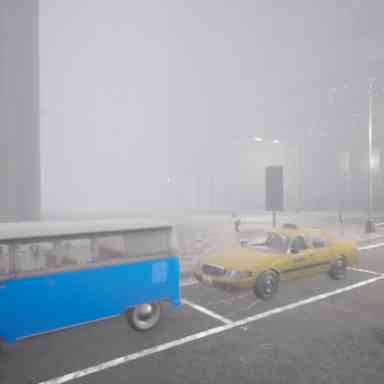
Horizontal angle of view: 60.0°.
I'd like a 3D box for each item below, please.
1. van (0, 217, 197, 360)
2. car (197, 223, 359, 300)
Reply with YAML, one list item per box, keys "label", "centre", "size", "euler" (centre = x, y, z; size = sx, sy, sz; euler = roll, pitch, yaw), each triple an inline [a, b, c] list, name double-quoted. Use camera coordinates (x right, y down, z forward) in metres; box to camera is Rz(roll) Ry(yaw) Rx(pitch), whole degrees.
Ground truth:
- label: "van"
  centre: [-2.078, 1.339, 5.174]
  size: [3.998, 1.788, 1.690]
  euler: [0, 0, -36]
- label: "car"
  centre: [2.281, 1.497, 8.284]
  size: [4.829, 1.417, 1.752]
  euler: [0, 0, -36]
